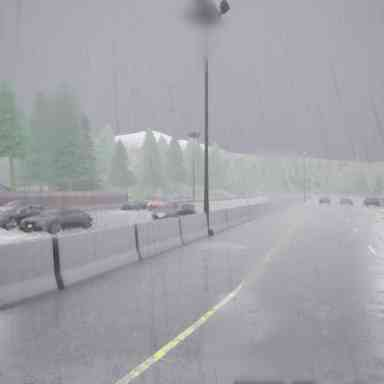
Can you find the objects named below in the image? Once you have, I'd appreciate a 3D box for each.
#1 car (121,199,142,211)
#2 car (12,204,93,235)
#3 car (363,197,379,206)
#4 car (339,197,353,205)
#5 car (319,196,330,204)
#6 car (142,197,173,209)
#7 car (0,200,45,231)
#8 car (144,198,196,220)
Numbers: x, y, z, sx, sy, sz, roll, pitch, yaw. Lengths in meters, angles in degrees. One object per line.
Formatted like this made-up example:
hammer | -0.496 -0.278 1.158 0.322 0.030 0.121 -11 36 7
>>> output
car | -6.725 1.564 40.086 1.994 1.385 4.181 0 0 22
car | -7.628 1.564 19.007 1.994 1.385 4.181 0 0 22
car | 29.162 1.487 54.204 2.128 1.511 4.902 0 -1 22
car | 27.250 1.526 58.869 1.812 1.442 4.674 0 0 22
car | 25.403 1.490 63.676 2.128 1.511 4.902 0 0 22
car | -3.435 1.351 38.890 2.097 1.767 4.553 0 0 22
car | -10.665 1.492 20.833 2.128 1.511 4.902 0 0 22
car | -1.285 1.492 25.363 2.128 1.511 4.902 0 0 22
